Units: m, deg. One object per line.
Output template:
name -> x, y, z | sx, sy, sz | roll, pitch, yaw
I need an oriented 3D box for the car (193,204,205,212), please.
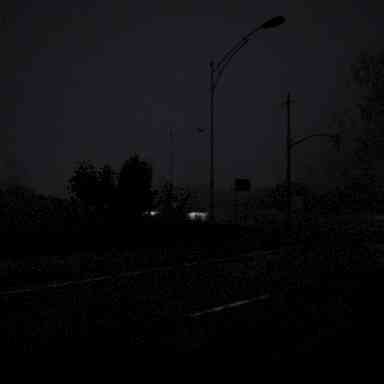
car -> -0.518, 1.501, 37.887 | 1.812, 1.442, 4.674 | 0, 0, -39
